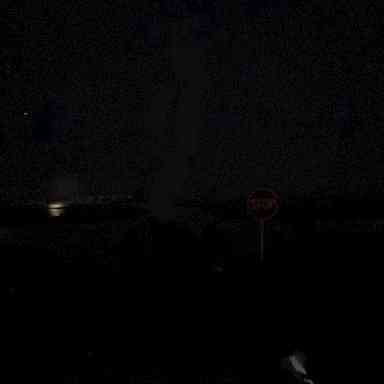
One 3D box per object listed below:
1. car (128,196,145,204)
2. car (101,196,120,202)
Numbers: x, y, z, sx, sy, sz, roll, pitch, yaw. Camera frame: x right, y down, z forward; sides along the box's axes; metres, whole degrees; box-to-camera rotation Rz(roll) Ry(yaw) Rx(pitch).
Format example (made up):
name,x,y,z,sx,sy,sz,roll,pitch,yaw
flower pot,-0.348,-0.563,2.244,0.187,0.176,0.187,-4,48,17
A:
name,x,y,z,sx,sy,sz,roll,pitch,yaw
car,-11.014,1.466,64.936,1.882,1.535,5.008,-1,0,-37
car,-17.925,1.578,72.765,4.718,1.301,1.895,-1,1,42
